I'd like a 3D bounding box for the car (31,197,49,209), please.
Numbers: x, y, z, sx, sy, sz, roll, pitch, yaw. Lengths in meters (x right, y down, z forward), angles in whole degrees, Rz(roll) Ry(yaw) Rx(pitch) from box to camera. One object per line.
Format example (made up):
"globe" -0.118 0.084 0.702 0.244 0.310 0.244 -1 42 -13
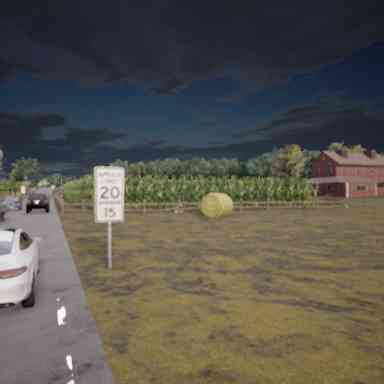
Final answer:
"car" -20.534 1.451 45.060 2.033 1.411 5.357 0 0 -23

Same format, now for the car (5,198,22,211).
"car" -20.772 1.381 38.616 1.812 1.442 4.674 0 0 -23

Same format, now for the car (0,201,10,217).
"car" -14.399 1.570 23.456 1.895 1.301 4.718 0 0 -23

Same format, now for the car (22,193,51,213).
"car" -16.443 1.152 35.596 2.150 2.045 5.566 0 0 -22

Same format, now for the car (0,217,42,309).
"car" -4.416 1.510 7.323 1.812 1.442 4.674 0 0 -23
